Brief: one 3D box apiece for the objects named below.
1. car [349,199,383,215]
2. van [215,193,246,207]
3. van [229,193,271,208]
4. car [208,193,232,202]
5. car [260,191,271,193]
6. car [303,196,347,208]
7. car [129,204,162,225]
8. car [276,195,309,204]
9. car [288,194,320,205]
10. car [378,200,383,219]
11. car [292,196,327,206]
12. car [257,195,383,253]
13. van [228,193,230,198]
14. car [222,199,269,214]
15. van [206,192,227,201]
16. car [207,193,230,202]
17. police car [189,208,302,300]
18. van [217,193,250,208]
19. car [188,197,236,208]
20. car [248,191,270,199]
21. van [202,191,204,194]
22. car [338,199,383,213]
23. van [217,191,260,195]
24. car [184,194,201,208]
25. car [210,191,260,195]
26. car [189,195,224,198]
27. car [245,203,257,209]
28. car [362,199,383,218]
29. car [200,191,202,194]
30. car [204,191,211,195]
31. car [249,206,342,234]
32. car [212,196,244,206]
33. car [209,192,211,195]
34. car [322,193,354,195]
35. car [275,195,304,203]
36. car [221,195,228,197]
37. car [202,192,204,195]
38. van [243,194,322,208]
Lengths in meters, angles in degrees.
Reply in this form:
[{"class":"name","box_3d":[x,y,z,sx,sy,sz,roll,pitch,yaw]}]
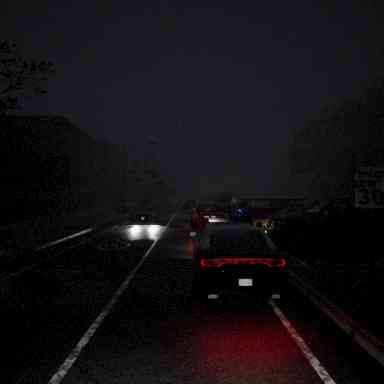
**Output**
[{"class":"car","box_3d":[18.724,1.527,33.533,4.792,1.488,2.163,0,0,0]},{"class":"van","box_3d":[5.751,1.175,49.654,4.442,1.987,1.878,0,0,0]},{"class":"van","box_3d":[5.572,1.277,27.223,4.442,1.987,1.878,0,0,0]},{"class":"car","box_3d":[5.563,1.155,66.474,4.553,1.767,2.185,0,0,0]},{"class":"car","box_3d":[18.590,0.867,89.295,5.566,2.045,2.435,0,0,0]},{"class":"car","box_3d":[18.906,1.415,47.420,5.366,1.575,1.946,0,0,0]},{"class":"car","box_3d":[-3.274,1.563,24.183,1.994,1.385,4.181,0,0,0]},{"class":"car","box_3d":[18.501,1.316,61.297,5.366,1.575,1.946,0,0,0]},{"class":"car","box_3d":[18.730,1.233,55.747,4.553,1.767,2.185,0,0,0]},{"class":"car","box_3d":[18.761,1.503,27.984,5.008,1.535,2.097,0,0,0]},{"class":"car","box_3d":[18.678,1.408,52.971,4.792,1.488,2.163,0,0,0]},{"class":"car","box_3d":[5.694,1.243,13.203,5.566,2.045,2.435,0,0,0]},{"class":"van","box_3d":[5.799,1.274,30.026,4.442,1.987,1.878,0,0,0]},{"class":"car","box_3d":[5.666,1.527,35.637,4.674,1.452,2.002,0,0,0]},{"class":"van","box_3d":[5.457,0.995,74.882,4.442,1.987,1.878,0,0,0]},{"class":"car","box_3d":[5.556,1.135,69.277,4.553,1.767,2.185,0,0,0]},{"class":"police car","box_3d":[0.967,1.432,8.604,1.930,1.638,5.238,0,0,0]},{"class":"van","box_3d":[5.758,1.195,46.851,4.442,1.987,1.878,0,0,0]},{"class":"car","box_3d":[0.956,1.357,18.477,2.097,1.767,4.553,0,0,0]},{"class":"car","box_3d":[18.583,0.848,91.957,5.566,2.045,2.435,0,0,0]},{"class":"van","box_3d":[5.430,0.914,86.095,4.442,1.987,1.878,0,0,0]},{"class":"car","box_3d":[18.775,1.515,36.317,4.792,1.488,2.163,0,0,0]},{"class":"van","box_3d":[5.772,1.235,41.246,4.442,1.987,1.878,0,0,0]},{"class":"car","box_3d":[-0.030,1.408,45.960,1.882,1.535,5.008,0,0,0]},{"class":"car","box_3d":[5.620,1.190,44.046,5.566,2.045,2.435,0,0,0]},{"class":"car","box_3d":[0.950,1.350,24.484,2.097,1.767,4.553,0,0,0]},{"class":"car","box_3d":[5.531,1.493,16.006,5.366,1.575,1.946,0,0,0]},{"class":"car","box_3d":[18.945,1.497,30.762,5.366,1.575,1.946,0,0,0]},{"class":"car","box_3d":[5.718,1.097,91.704,5.366,1.575,1.946,0,0,0]},{"class":"car","box_3d":[5.579,1.069,60.866,5.566,2.045,2.435,0,0,0]},{"class":"car","box_3d":[5.712,1.538,18.810,4.674,1.452,2.002,0,0,0]},{"class":"car","box_3d":[5.621,1.382,52.459,4.892,1.521,2.231,0,0,0]},{"class":"car","box_3d":[5.652,1.235,55.261,4.553,1.767,2.185,0,0,0]},{"class":"car","box_3d":[18.711,1.221,39.090,5.566,2.045,2.435,0,0,0]},{"class":"car","box_3d":[18.685,1.300,64.075,4.892,1.521,2.231,0,0,0]},{"class":"car","box_3d":[5.668,1.475,38.440,4.892,1.521,2.231,0,0,0]},{"class":"car","box_3d":[5.561,1.200,77.687,5.008,1.535,2.097,0,0,0]},{"class":"van","box_3d":[5.819,1.275,21.614,4.442,1.987,1.878,0,0,0]}]
